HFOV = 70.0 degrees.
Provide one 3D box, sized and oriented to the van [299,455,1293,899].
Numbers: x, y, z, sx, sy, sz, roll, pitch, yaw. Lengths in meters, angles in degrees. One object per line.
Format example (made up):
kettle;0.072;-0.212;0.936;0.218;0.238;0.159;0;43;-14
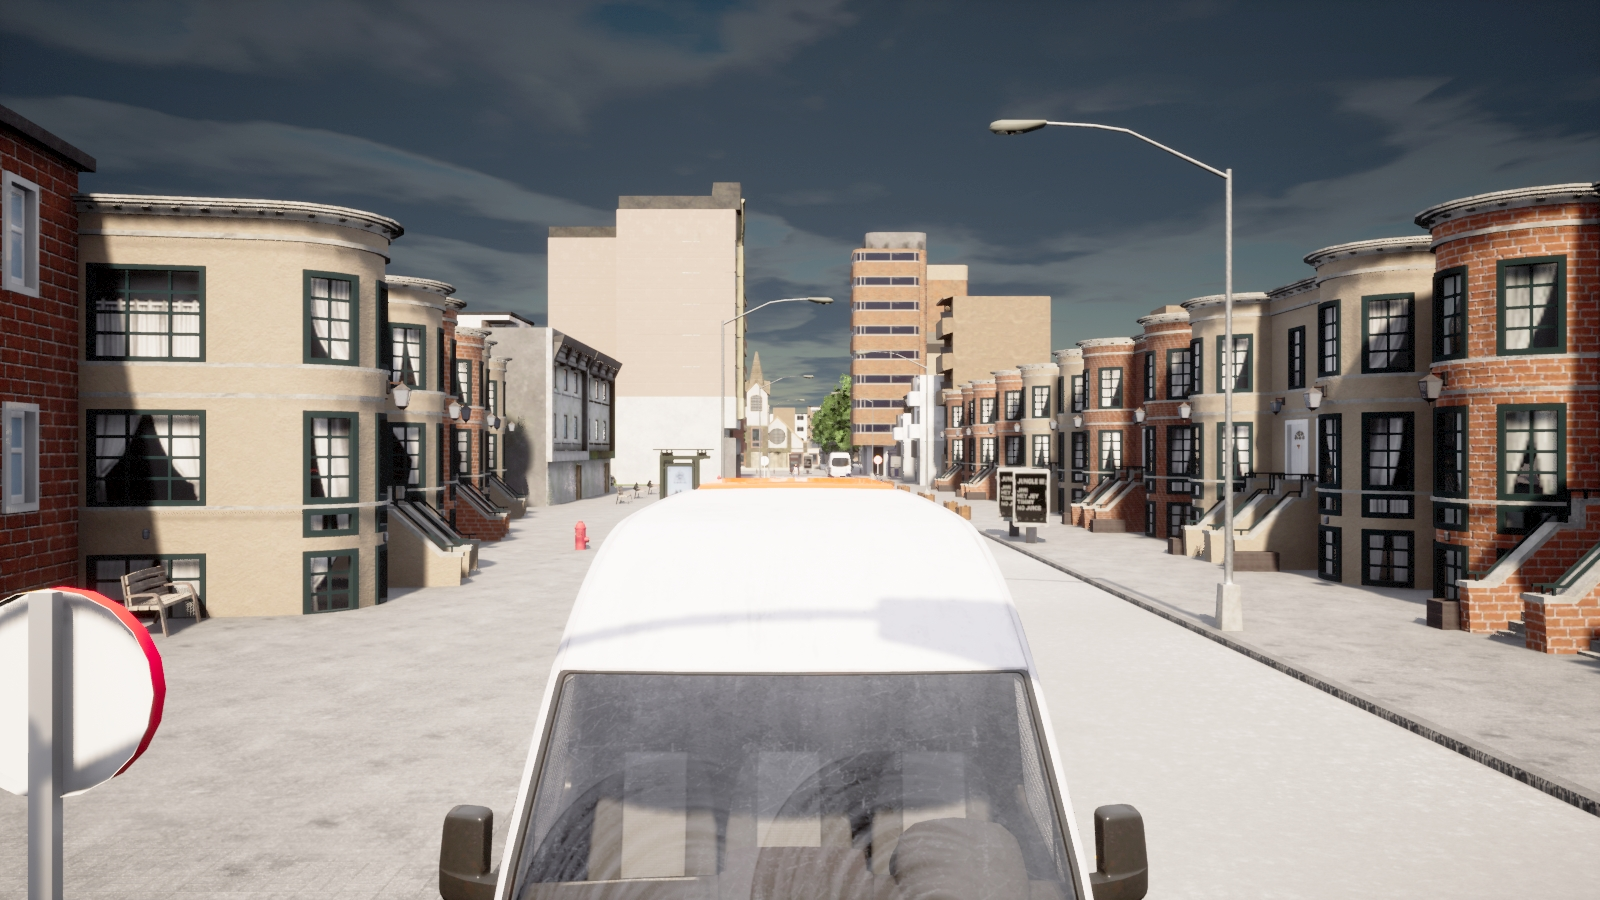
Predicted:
van;-0.019;1.314;5.243;1.988;2.561;5.915;0;0;0
